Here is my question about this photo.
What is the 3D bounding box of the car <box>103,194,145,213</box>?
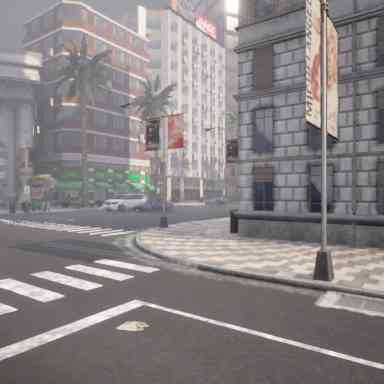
[{"bbox_3d":[-7.526,1.221,38.248,2.150,2.045,5.566,0,0,35],"label":"car"}]

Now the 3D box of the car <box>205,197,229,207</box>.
[{"bbox_3d":[4.031,1.525,52.843,1.812,1.442,4.674,0,0,45],"label":"car"}]

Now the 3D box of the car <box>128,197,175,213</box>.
[{"bbox_3d":[-4.149,1.547,36.960,2.033,1.411,5.357,0,0,36],"label":"car"}]
